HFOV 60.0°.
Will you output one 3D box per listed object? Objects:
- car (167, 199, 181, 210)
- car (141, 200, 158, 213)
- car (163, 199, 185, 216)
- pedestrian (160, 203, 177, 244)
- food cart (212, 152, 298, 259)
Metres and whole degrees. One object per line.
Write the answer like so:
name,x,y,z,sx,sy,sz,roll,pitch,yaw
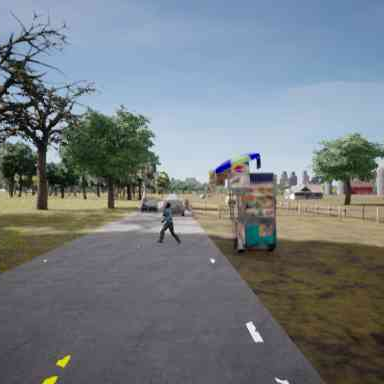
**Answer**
car,-2.594,1.775,47.570,1.837,1.490,4.892,0,-1,-3
car,-5.123,1.683,40.386,1.882,1.535,5.008,0,0,-3
car,-1.851,1.505,33.993,2.097,1.767,4.553,0,0,-3
pedestrian,-1.000,1.321,14.149,0.375,1.860,0.375,1,-2,-18
food cart,2.271,0.488,13.527,2.280,3.560,4.660,-1,-1,-3
